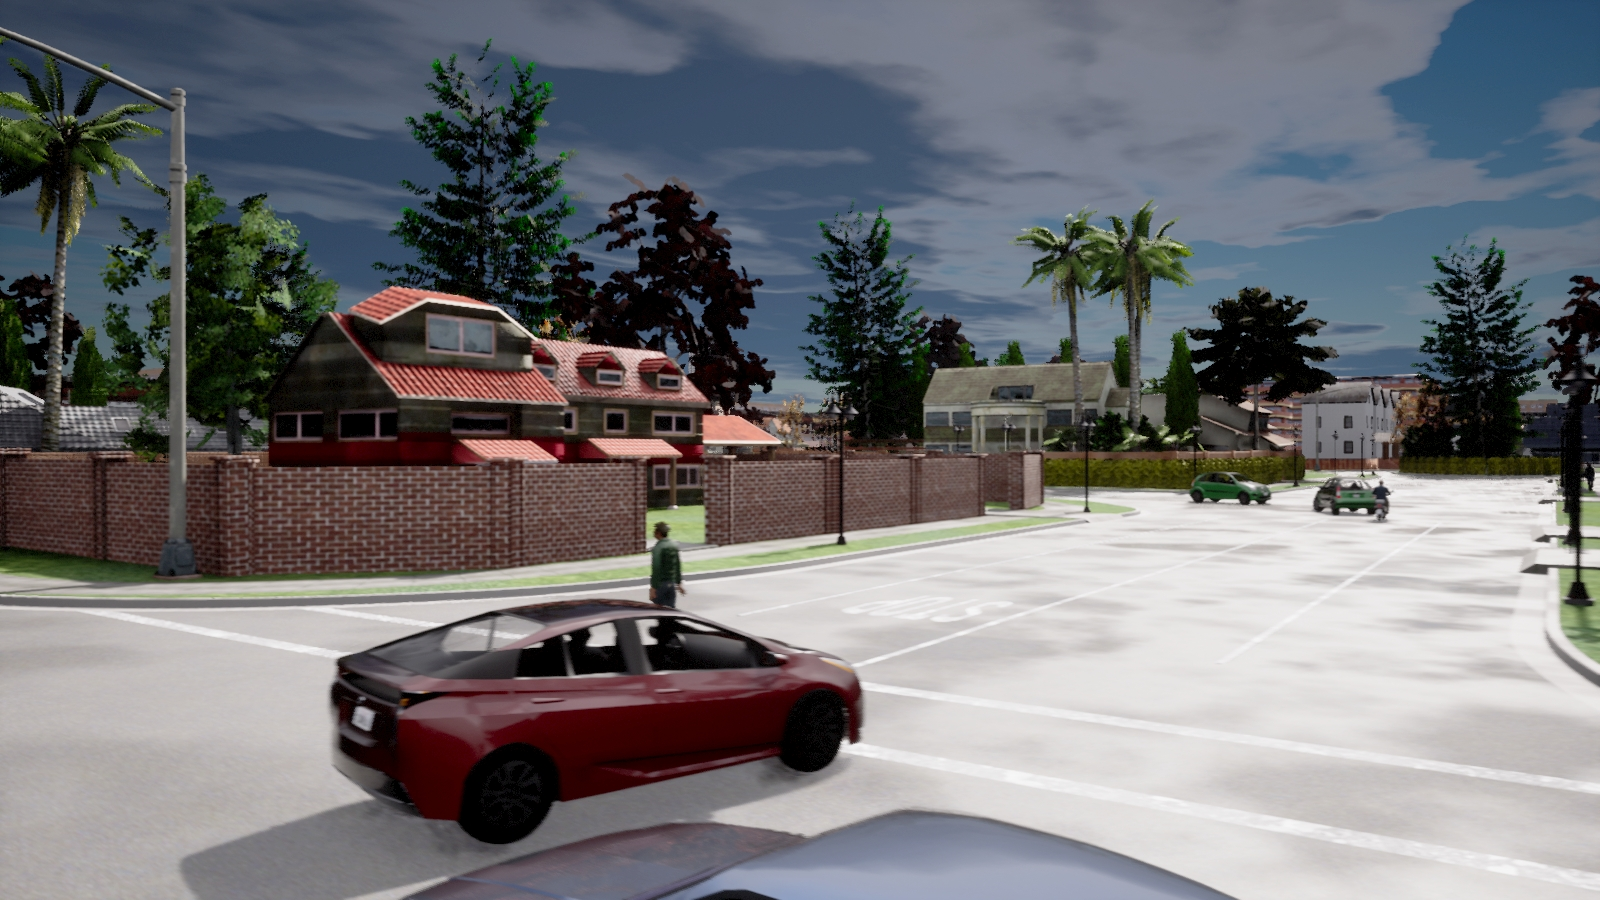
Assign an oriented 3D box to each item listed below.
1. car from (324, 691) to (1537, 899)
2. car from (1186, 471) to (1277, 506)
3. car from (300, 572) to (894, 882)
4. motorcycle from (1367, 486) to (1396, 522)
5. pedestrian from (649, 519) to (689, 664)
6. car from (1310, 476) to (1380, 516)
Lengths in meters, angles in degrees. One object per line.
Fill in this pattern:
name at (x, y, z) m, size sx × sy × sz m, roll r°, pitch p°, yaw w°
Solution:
car at (0.438, 2.102, 3.990) m, size 2.033 × 1.411 × 5.357 m, roll 0°, pitch 0°, yaw -44°
car at (22.144, 1.953, 58.762) m, size 1.851 × 1.617 × 3.988 m, roll 0°, pitch 0°, yaw -35°
car at (-1.527, 2.027, 9.605) m, size 4.514 × 1.525 × 2.007 m, roll 0°, pitch 0°, yaw -40°
motorcycle at (23.268, 2.146, 45.710) m, size 0.856 × 1.341 × 1.805 m, roll 0°, pitch 0°, yaw 33°
pedestrian at (-1.736, 1.854, 15.134) m, size 0.375 × 1.860 × 0.375 m, roll 0°, pitch 0°, yaw 36°
car at (24.284, 2.018, 51.045) m, size 1.851 × 1.617 × 3.988 m, roll 0°, pitch 0°, yaw 10°
